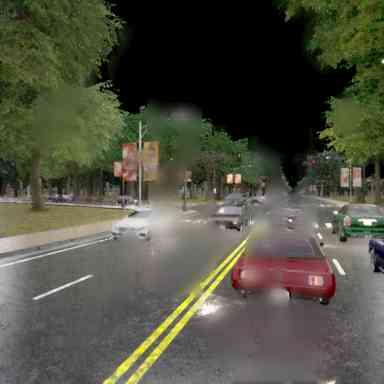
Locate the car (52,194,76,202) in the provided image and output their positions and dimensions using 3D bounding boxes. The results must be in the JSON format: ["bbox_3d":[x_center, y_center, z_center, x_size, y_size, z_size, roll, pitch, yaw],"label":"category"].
[{"bbox_3d":[-26.002,1.297,67.583,4.674,1.442,1.812,0,0,40],"label":"car"}]

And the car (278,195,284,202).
[{"bbox_3d":[16.328,1.551,65.006,2.033,1.411,5.357,0,0,18],"label":"car"}]

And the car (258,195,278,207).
[{"bbox_3d":[11.381,1.504,49.349,1.812,1.442,4.674,0,0,17],"label":"car"}]

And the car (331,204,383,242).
[{"bbox_3d":[8.098,1.351,16.198,2.097,1.767,4.553,0,0,17],"label":"car"}]

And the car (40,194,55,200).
[{"bbox_3d":[-37.146,1.249,85.526,4.181,1.385,1.994,0,0,40],"label":"car"}]

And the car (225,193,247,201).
[{"bbox_3d":[5.483,1.194,41.439,2.150,2.045,5.566,0,0,18],"label":"car"}]

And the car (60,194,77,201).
[{"bbox_3d":[-29.273,1.256,78.865,4.674,1.442,1.812,0,0,40],"label":"car"}]

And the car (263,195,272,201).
[{"bbox_3d":[19.568,1.532,86.343,1.812,1.442,4.674,0,0,17],"label":"car"}]

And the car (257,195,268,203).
[{"bbox_3d":[15.632,1.482,73.671,1.882,1.535,5.008,0,0,17],"label":"car"}]

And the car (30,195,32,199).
[{"bbox_3d":[-39.247,1.250,83.046,4.181,1.385,1.994,0,0,40],"label":"car"}]

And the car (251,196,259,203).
[{"bbox_3d":[12.473,1.550,63.622,2.033,1.411,5.357,0,0,18],"label":"car"}]

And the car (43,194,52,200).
[{"bbox_3d":[-31.653,1.256,76.620,4.674,1.442,1.812,0,0,40],"label":"car"}]

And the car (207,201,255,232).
[{"bbox_3d":[2.416,1.546,20.548,2.033,1.411,5.357,0,0,17],"label":"car"}]

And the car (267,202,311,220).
[{"bbox_3d":[4.964,1.504,17.073,1.837,1.490,4.892,0,0,17],"label":"car"}]

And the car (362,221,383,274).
[{"bbox_3d":[5.477,1.600,7.599,1.895,1.301,4.718,0,0,17],"label":"car"}]

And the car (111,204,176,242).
[{"bbox_3d":[-2.194,1.525,16.564,1.812,1.442,4.674,0,0,17],"label":"car"}]

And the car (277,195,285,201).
[{"bbox_3d":[23.535,1.488,88.166,1.882,1.535,5.008,0,0,17],"label":"car"}]

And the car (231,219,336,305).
[{"bbox_3d":[2.270,1.600,8.215,1.895,1.301,4.718,0,0,17],"label":"car"}]

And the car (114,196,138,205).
[{"bbox_3d":[-10.847,1.358,54.682,4.902,1.511,2.128,0,0,41],"label":"car"}]

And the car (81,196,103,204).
[{"bbox_3d":[-18.268,1.420,60.973,4.718,1.301,1.895,0,0,41],"label":"car"}]
